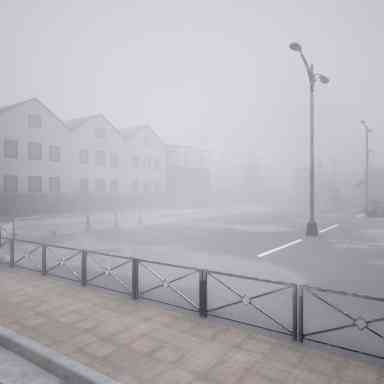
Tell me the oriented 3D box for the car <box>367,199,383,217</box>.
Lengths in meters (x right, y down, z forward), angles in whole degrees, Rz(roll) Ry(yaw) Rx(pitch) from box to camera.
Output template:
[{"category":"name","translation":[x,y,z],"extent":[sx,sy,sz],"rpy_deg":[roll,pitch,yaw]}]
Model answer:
[{"category":"car","translation":[15.385,1.298,26.832],"extent":[2.007,1.523,4.514],"rpy_deg":[0,0,35]}]
